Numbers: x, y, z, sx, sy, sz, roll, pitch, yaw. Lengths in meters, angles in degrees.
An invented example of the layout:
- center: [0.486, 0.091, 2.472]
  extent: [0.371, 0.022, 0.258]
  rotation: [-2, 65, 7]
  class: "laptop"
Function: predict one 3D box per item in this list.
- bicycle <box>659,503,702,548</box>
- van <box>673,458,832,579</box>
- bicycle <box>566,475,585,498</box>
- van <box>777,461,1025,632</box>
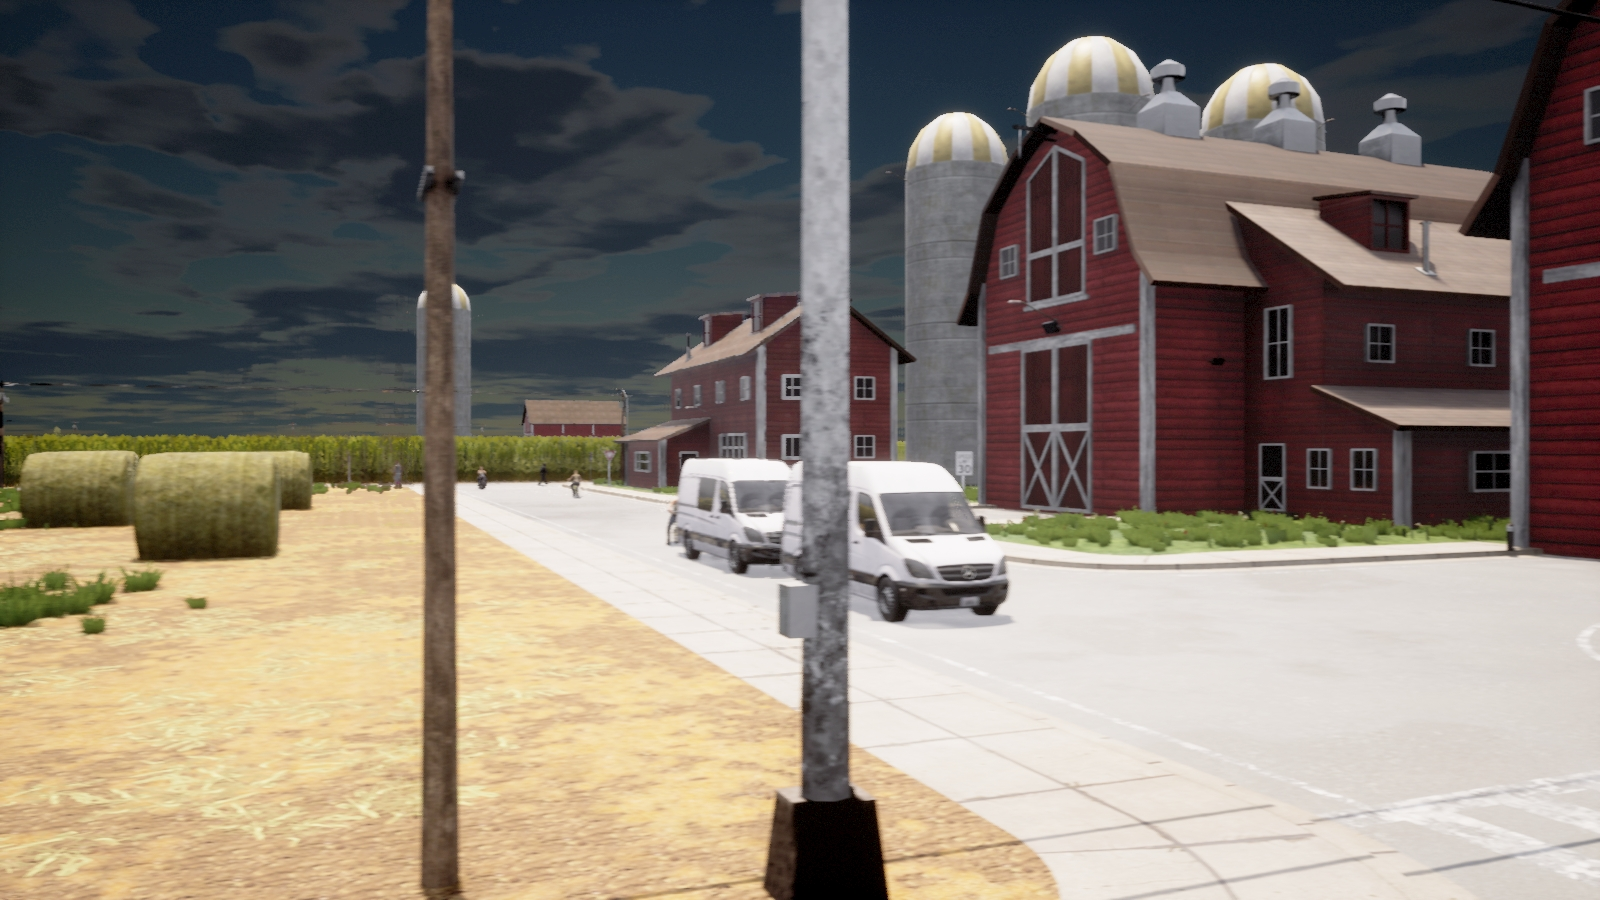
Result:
- center: [-3.476, 2.174, 33.169]
  extent: [0.859, 1.176, 1.487]
  rotation: [0, 0, -22]
  class: "bicycle"
- center: [-1.317, 1.502, 27.782]
  extent: [1.988, 2.561, 5.915]
  rotation: [0, 0, -22]
  class: "van"
- center: [-13.049, 2.116, 66.390]
  extent: [0.859, 1.276, 1.487]
  rotation: [0, 0, -22]
  class: "bicycle"
- center: [1.560, 1.500, 20.614]
  extent: [1.988, 2.561, 5.915]
  rotation: [0, 0, -22]
  class: "van"
